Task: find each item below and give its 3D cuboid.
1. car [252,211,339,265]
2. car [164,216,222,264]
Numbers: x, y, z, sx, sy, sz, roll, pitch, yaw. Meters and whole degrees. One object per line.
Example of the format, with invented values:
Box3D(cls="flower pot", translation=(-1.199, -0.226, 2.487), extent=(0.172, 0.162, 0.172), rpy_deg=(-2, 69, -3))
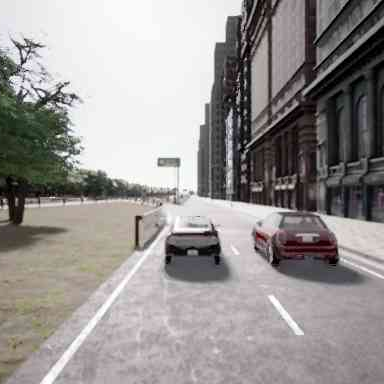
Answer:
Box3D(cls="car", translation=(3.546, 1.478, 12.267), extent=(2.097, 1.767, 4.553), rpy_deg=(0, -1, 1))
Box3D(cls="car", translation=(0.046, 1.620, 12.347), extent=(2.128, 1.511, 4.902), rpy_deg=(0, -1, 1))
